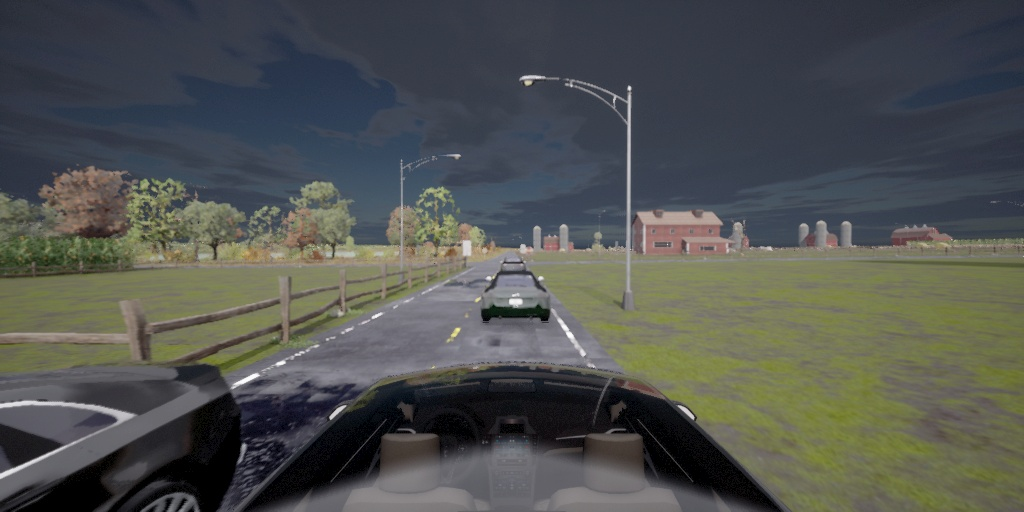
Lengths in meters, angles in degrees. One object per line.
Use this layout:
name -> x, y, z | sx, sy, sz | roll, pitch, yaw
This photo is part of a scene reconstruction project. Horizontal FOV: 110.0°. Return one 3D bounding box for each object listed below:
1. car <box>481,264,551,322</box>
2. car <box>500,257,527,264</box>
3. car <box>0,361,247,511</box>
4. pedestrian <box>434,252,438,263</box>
car -> 0.097, 1.138, 11.445 | 1.994, 1.385, 4.181 | 0, 1, 0
car -> 0.091, 0.777, 27.476 | 2.128, 1.511, 4.902 | 0, 1, 0
car -> -2.851, 1.263, 0.544 | 2.128, 1.511, 4.902 | 0, 1, 0
pedestrian -> -12.179, 0.172, 57.155 | 0.375, 1.860, 0.375 | 0, 2, 0
